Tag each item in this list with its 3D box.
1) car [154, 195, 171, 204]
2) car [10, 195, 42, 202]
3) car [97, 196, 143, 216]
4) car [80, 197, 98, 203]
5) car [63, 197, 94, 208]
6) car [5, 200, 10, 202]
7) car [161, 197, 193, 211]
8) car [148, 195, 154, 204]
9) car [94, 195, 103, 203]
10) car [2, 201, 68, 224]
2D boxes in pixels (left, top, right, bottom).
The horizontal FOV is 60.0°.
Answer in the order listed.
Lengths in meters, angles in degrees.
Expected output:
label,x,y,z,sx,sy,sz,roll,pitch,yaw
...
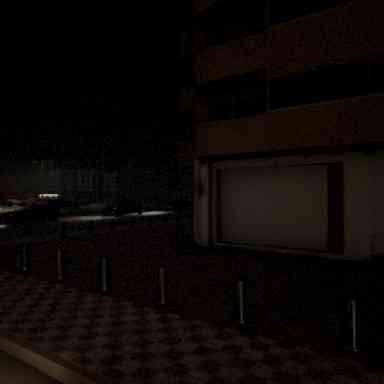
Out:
label,x,y,z,sx,sy,sz,roll,pitch,yaw
car,-5.154,1.504,68.917,1.932,1.855,4.605,0,0,35
car,-33.628,1.659,67.639,1.932,1.855,4.605,0,0,35
car,-7.350,1.585,35.451,2.097,1.767,4.553,0,0,35
car,-25.872,1.919,83.629,1.970,1.475,3.806,0,0,35
car,-19.787,1.786,57.944,1.970,1.475,3.806,0,0,35
car,-35.954,1.889,69.365,1.784,1.438,3.905,0,0,35
car,-1.350,1.724,43.960,2.128,1.511,4.902,0,0,35
car,-7.484,1.527,70.635,1.905,1.878,3.866,0,0,35
car,-23.518,1.660,81.948,1.905,1.878,3.866,0,0,35
car,-13.032,1.759,27.337,1.812,1.442,4.674,0,0,35
